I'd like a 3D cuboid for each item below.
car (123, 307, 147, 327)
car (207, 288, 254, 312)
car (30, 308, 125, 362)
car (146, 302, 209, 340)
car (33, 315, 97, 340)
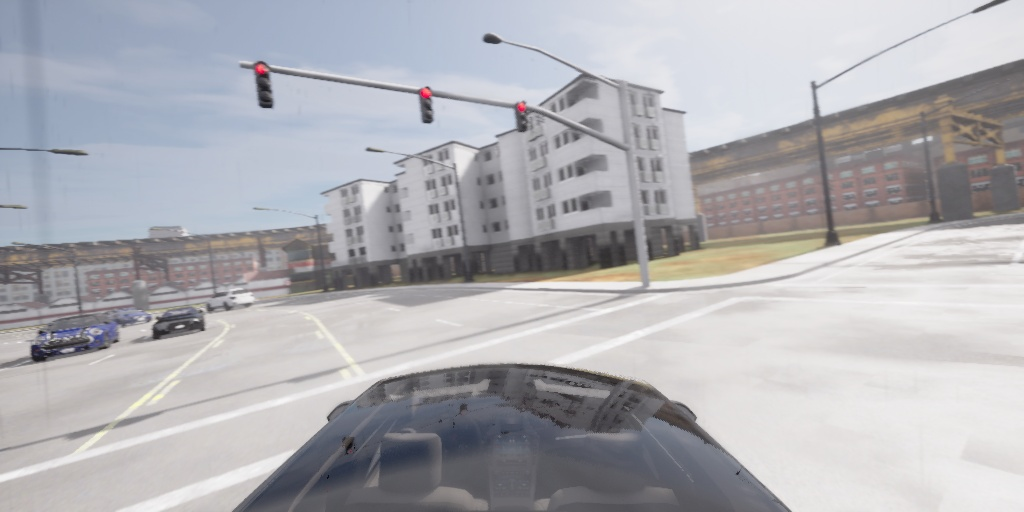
[{"bbox_3d":[-34.031,5.437,31.667,4.674,1.442,1.812,-7,0,23],"label":"car"},{"bbox_3d":[-29.207,4.521,37.035,5.566,2.045,2.150,-7,0,26],"label":"car"},{"bbox_3d":[-20.282,3.590,16.815,2.097,1.767,4.553,-7,0,-41],"label":"car"},{"bbox_3d":[-17.833,3.495,19.322,1.994,1.385,4.181,-7,0,-41],"label":"car"},{"bbox_3d":[-35.476,5.677,28.493,4.181,1.385,1.994,-7,0,22],"label":"car"}]
